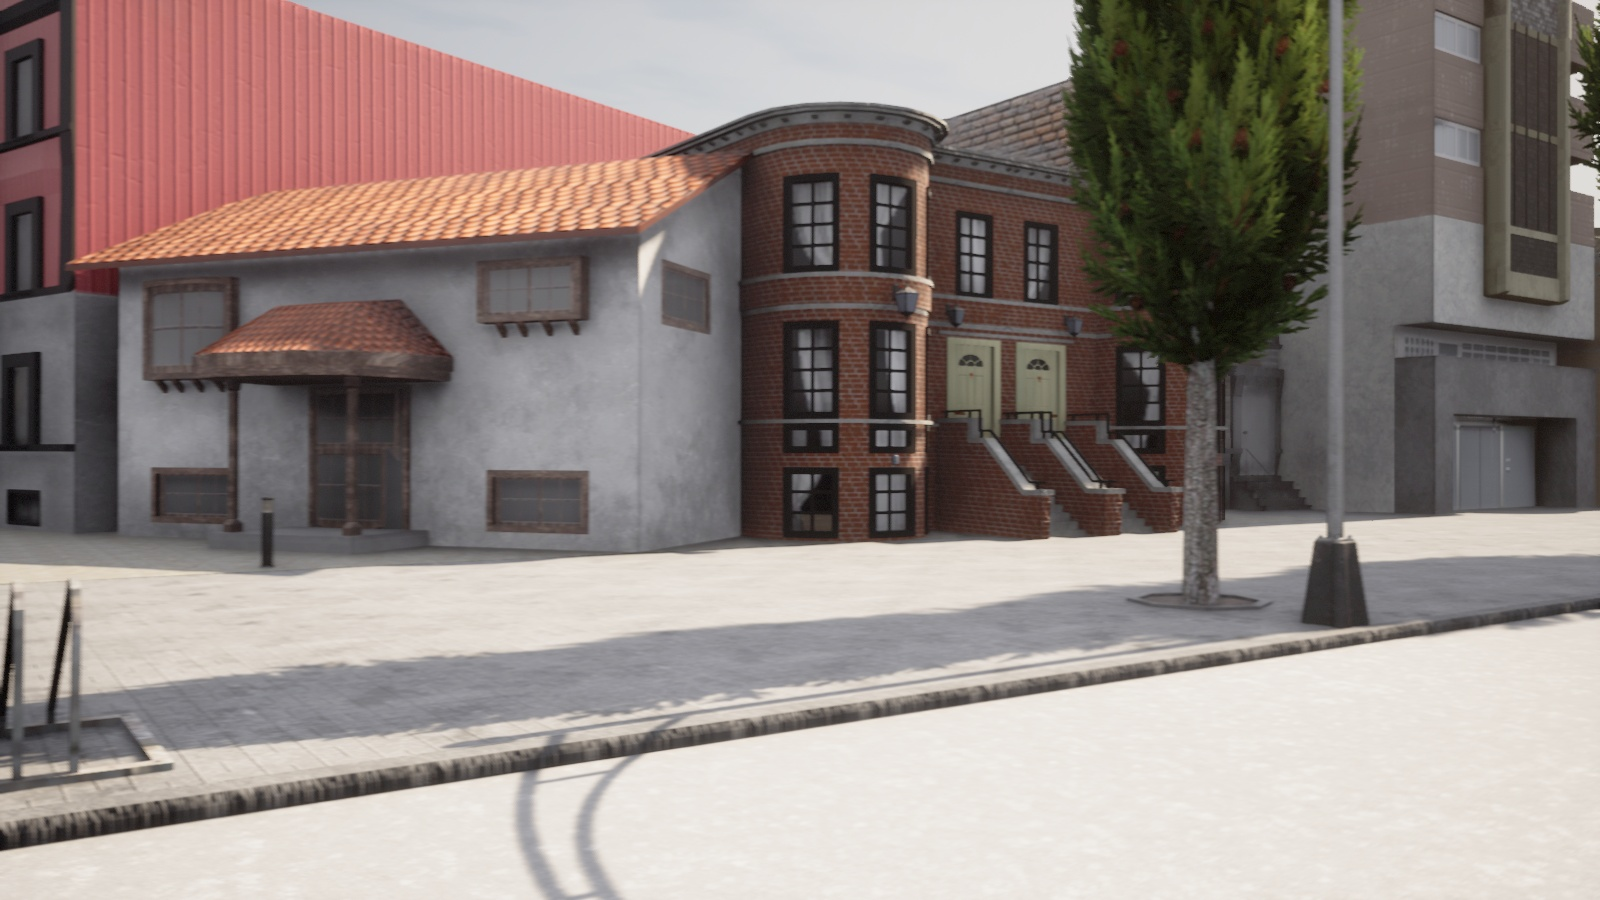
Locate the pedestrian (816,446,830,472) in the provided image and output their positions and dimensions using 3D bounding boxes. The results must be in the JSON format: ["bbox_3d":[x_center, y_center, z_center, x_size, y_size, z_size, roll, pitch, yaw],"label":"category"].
[{"bbox_3d":[1.789,0.690,97.304,0.659,1.952,0.873,0,0,-39],"label":"pedestrian"}]
